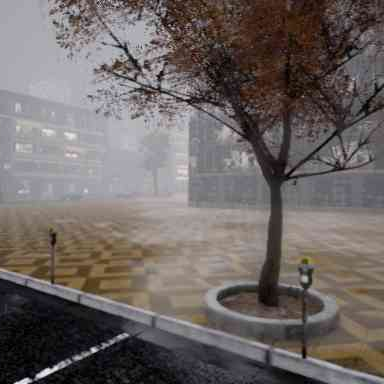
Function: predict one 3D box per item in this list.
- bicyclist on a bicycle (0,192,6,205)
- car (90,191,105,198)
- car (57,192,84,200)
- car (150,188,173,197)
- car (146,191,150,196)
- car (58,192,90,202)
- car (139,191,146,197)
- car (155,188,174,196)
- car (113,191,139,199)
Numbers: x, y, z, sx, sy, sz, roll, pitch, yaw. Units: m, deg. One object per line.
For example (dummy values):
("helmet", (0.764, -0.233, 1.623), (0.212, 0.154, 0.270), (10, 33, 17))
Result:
("bicyclist on a bicycle", (-23.627, 0.807, 41.294), (1.656, 1.620, 0.582), (1, 1, 35))
("car", (-19.610, 0.544, 66.978), (2.008, 1.369, 4.403), (2, 2, 35))
("car", (-22.781, 0.646, 62.400), (1.947, 1.339, 4.313), (2, 2, 35))
("car", (-6.283, 0.451, 71.504), (1.752, 1.417, 4.829), (2, 2, 35))
("car", (-10.196, 0.262, 80.572), (1.752, 1.417, 4.829), (2, 2, 35))
("car", (-19.062, 0.826, 53.050), (2.008, 1.369, 4.403), (2, 2, 35))
("car", (-13.270, 0.386, 76.135), (1.947, 1.339, 4.313), (2, 2, 35))
("car", (-6.925, -0.037, 85.285), (2.192, 1.841, 5.009), (2, 2, 35))
("car", (-12.721, 0.652, 62.208), (2.008, 1.369, 4.403), (2, 2, 35))
